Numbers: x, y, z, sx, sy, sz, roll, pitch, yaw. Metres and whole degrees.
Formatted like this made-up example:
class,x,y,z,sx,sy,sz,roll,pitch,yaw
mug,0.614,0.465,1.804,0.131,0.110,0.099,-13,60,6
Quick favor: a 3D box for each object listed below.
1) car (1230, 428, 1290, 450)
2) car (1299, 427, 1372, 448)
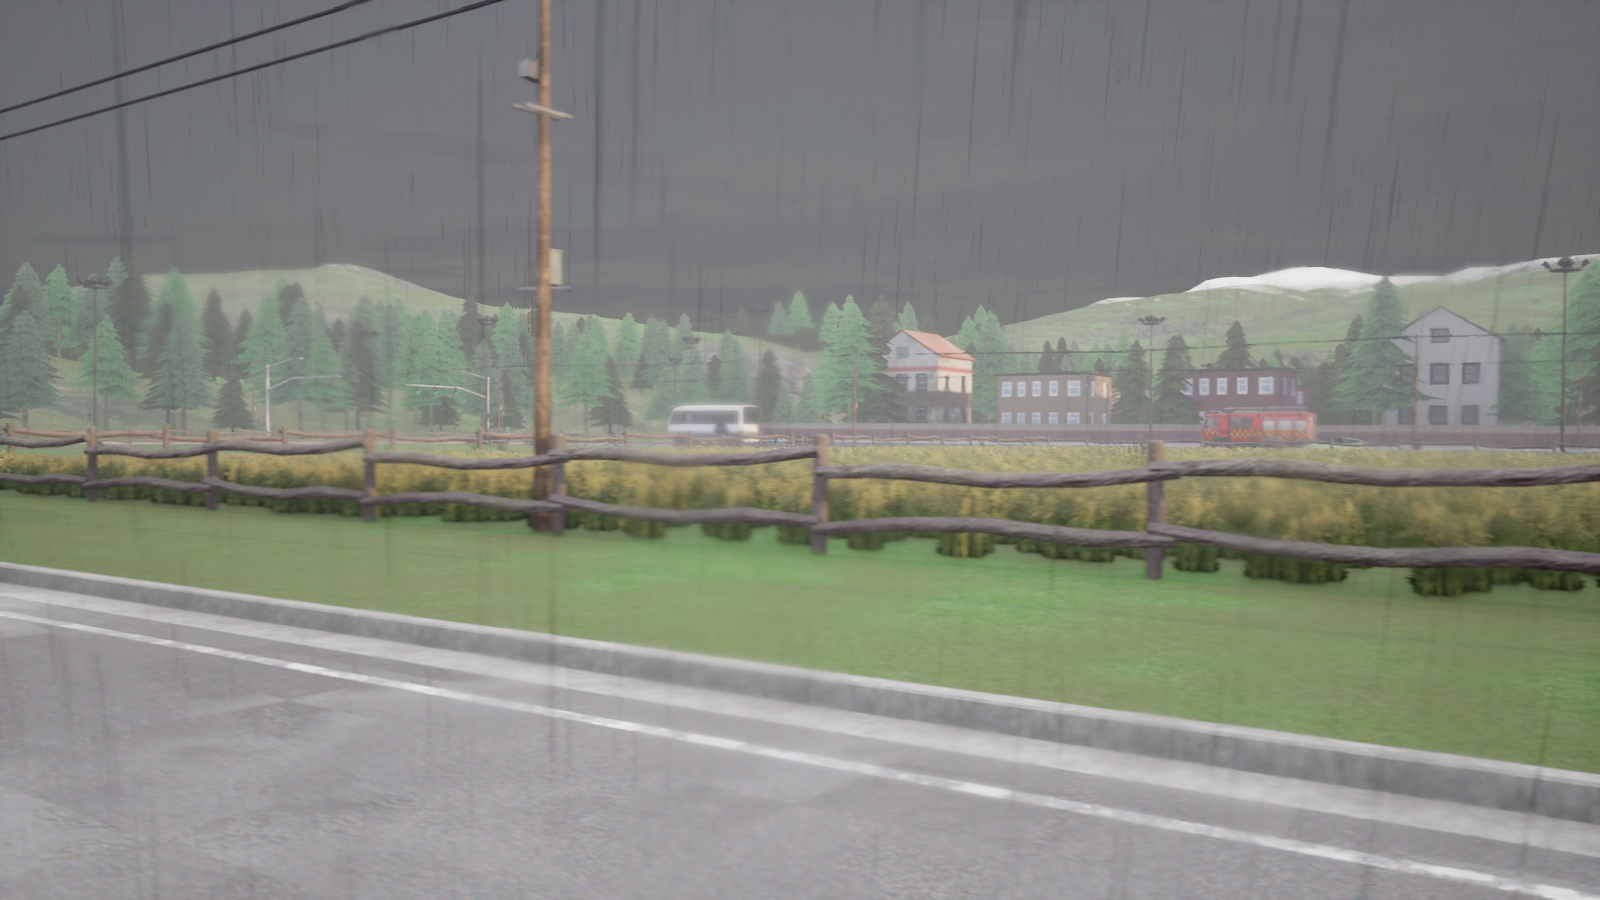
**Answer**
class,x,y,z,sx,sy,sz,roll,pitch,yaw
car,32.755,-0.801,89.459,3.705,1.549,1.789,0,1,34
car,38.345,-0.891,89.921,4.514,1.525,2.007,0,1,34
